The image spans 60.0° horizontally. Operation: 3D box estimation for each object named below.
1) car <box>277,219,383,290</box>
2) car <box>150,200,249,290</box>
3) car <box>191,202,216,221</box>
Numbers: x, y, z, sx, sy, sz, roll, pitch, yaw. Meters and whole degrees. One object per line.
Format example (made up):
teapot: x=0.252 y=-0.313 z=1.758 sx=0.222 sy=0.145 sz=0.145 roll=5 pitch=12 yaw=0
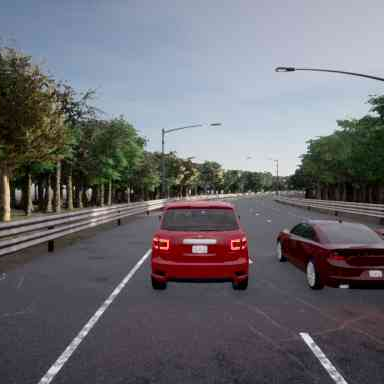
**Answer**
car: x=3.713 y=1.479 z=9.113 sx=1.882 sy=1.535 sz=5.008 roll=0 pitch=0 yaw=1
car: x=0.207 y=1.223 z=9.237 sx=2.150 sy=2.045 sz=5.566 roll=0 pitch=0 yaw=1
car: x=1.031 y=1.569 z=28.223 sx=1.994 sy=1.385 sz=4.181 roll=0 pitch=0 yaw=4
